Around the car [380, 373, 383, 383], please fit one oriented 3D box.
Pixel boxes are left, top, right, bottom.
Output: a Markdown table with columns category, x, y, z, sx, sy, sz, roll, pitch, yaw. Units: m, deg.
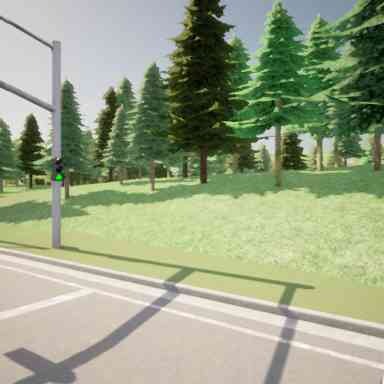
| category | x | y | z | sx | sy | sz | roll | pitch | yaw |
| --- | --- | --- | --- | --- | --- | --- | --- | --- | --- |
| car | 3.425 | 1.351 | 1.551 | 4.553 | 1.767 | 2.097 | 0 | 0 | 36 |
